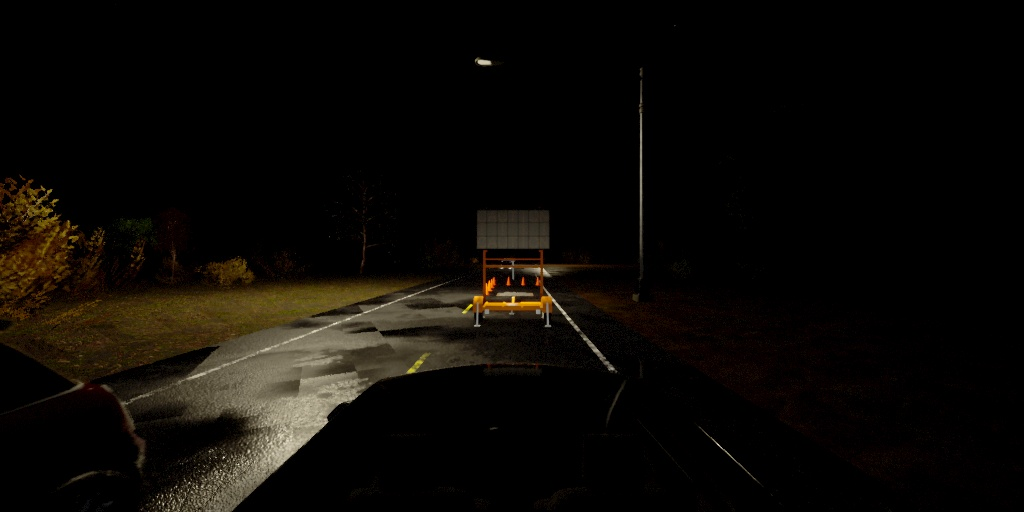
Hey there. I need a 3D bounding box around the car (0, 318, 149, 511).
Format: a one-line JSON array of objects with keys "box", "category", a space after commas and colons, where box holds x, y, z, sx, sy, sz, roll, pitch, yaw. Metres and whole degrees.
[{"box": [-3.467, 1.102, 0.387, 2.097, 1.767, 4.553, 0, 0, 0], "category": "car"}]

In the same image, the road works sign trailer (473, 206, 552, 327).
[{"box": [0.038, 0.214, 11.533, 2.380, 3.560, 2.880, 0, 0, 1], "category": "road works sign trailer"}]
